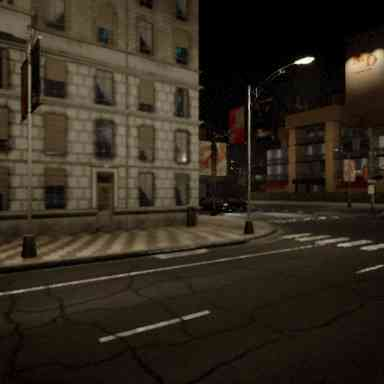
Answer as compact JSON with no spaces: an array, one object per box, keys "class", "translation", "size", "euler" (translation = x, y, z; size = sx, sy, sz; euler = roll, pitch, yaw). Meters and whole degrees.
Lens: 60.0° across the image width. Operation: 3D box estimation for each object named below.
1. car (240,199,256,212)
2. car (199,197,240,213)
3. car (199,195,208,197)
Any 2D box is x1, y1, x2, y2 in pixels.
[{"class":"car","translation":[5.354,1.516,38.915],"size":[2.128,1.511,4.902],"euler":[0,0,-36]},{"class":"car","translation":[2.452,1.569,36.951],"size":[2.033,1.411,5.357],"euler":[0,0,-36]},{"class":"car","translation":[1.454,1.540,64.658],"size":[1.837,1.490,4.892],"euler":[0,0,-15]}]
